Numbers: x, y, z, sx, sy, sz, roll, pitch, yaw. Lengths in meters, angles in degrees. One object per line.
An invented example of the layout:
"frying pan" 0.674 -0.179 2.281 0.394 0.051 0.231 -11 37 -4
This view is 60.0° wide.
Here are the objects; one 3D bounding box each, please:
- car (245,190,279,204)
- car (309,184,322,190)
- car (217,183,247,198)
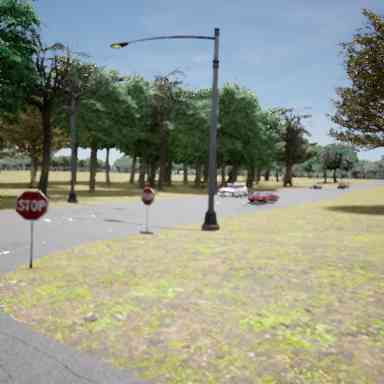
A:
"car" 8.183 0.616 37.618 1.895 1.301 4.718 4 4 35
"car" 29.627 -1.189 79.582 1.895 1.301 4.718 4 4 35
"car" 5.662 -0.186 46.080 2.150 2.045 5.566 4 5 35
